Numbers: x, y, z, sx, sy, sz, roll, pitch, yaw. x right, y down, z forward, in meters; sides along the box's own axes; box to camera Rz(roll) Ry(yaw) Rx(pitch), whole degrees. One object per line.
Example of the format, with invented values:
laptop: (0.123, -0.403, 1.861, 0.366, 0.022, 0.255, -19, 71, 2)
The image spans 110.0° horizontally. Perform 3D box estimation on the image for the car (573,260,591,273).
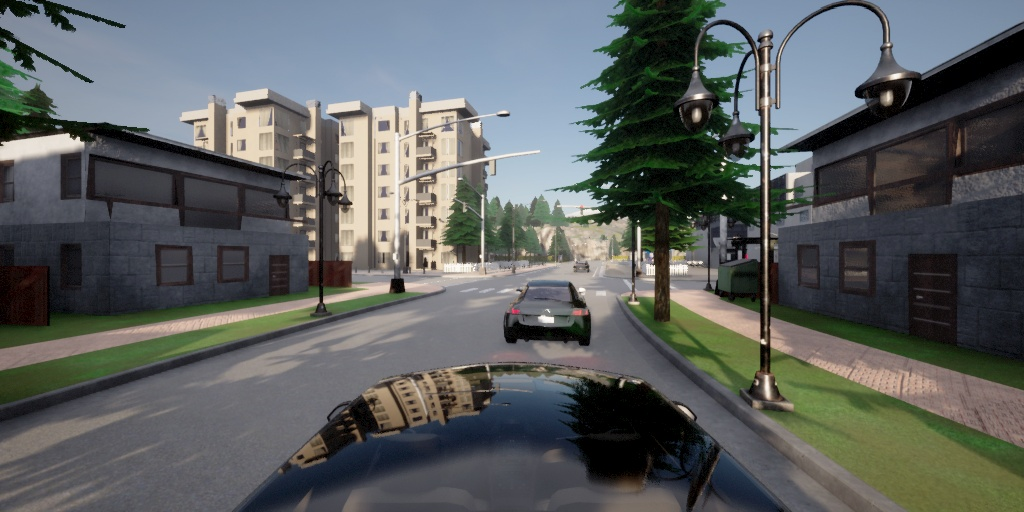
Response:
car: (8.738, 1.276, 44.799, 2.128, 1.511, 4.902, 0, 0, 14)

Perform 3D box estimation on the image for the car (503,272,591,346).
car: (1.012, 1.314, 9.535, 1.994, 1.385, 4.181, 0, 0, 9)
